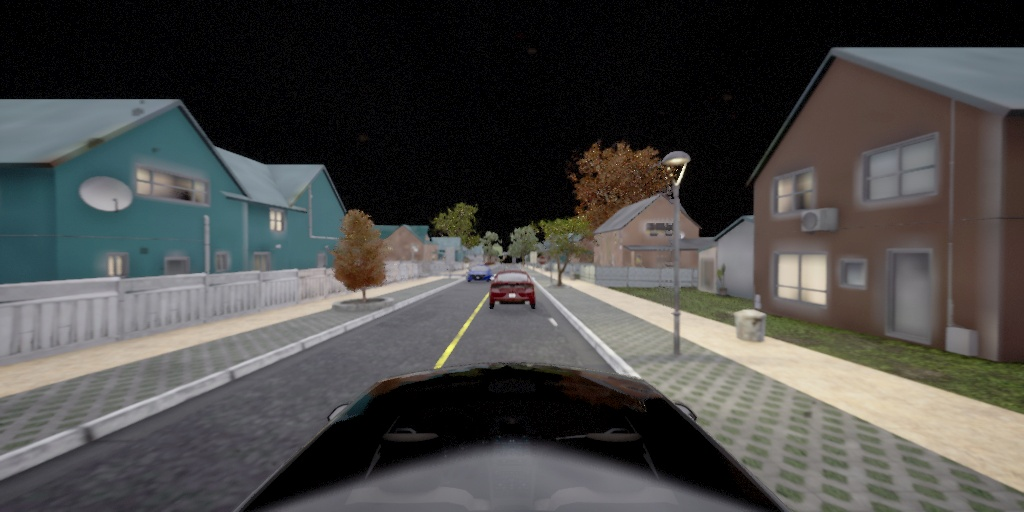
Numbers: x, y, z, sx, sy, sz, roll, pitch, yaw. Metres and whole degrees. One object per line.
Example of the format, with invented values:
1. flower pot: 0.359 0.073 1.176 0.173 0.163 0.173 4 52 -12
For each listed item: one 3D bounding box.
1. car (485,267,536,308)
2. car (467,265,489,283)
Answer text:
1. car: 0.037 1.369 16.080 1.882 1.535 5.008 0 0 1
2. car: -2.764 1.536 31.655 1.882 1.535 5.008 0 -1 1
